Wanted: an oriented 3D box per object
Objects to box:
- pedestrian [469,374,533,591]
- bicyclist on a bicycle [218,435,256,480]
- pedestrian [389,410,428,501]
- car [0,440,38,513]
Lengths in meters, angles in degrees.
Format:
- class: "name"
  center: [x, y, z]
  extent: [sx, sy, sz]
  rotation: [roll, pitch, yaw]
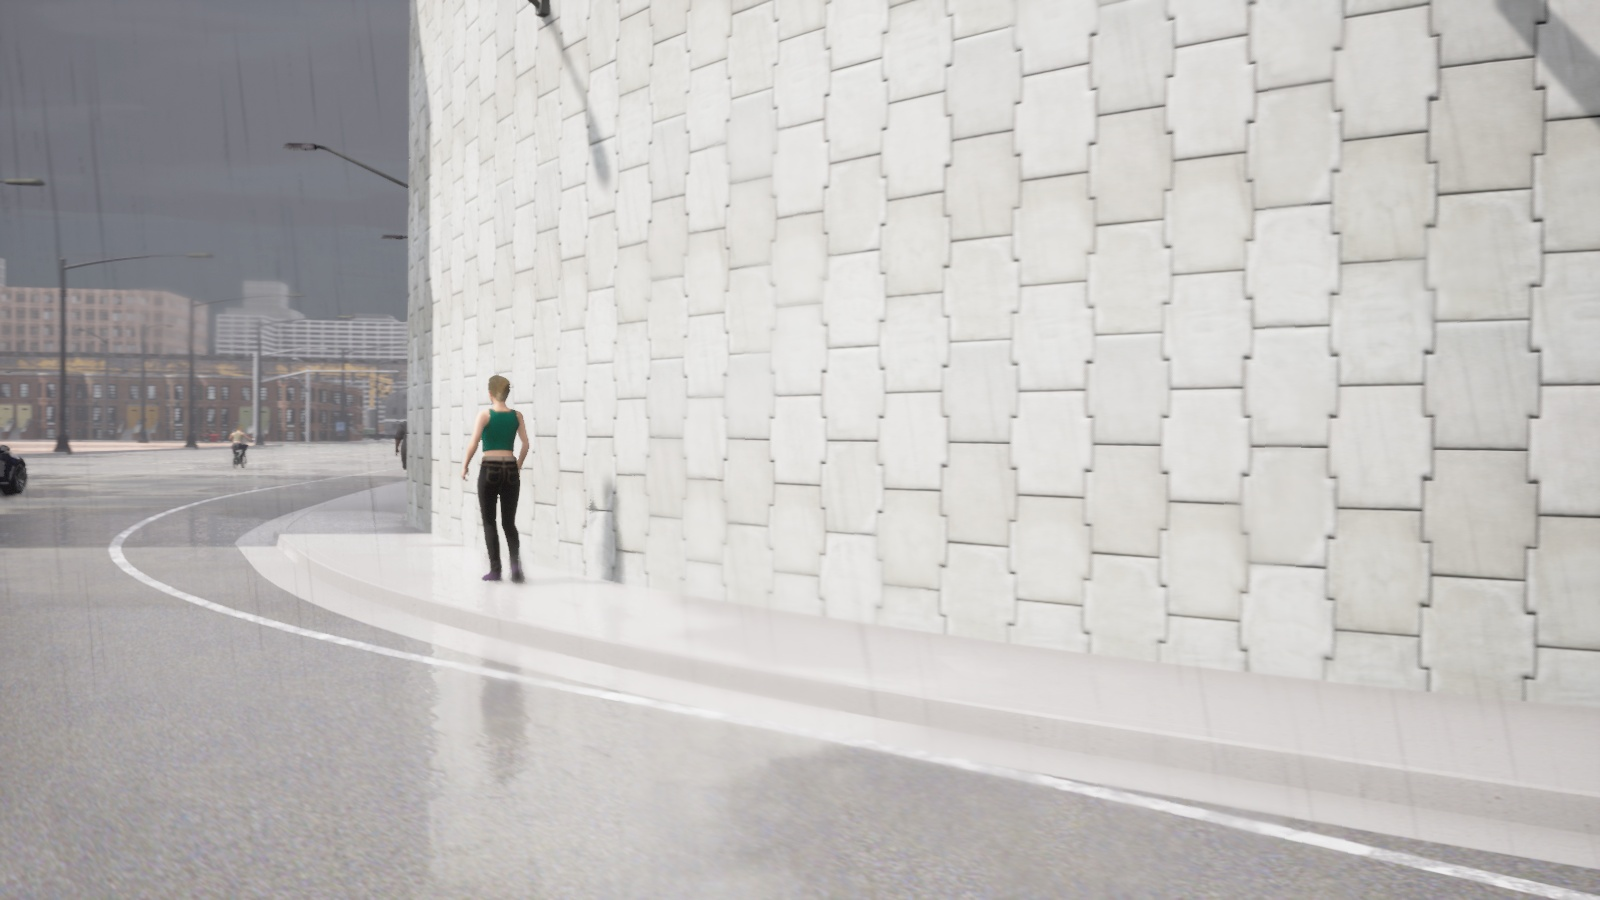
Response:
- class: "pedestrian"
  center: [-2.611, 0.270, 10.958]
  extent: [0.345, 1.836, 0.594]
  rotation: [-1, 1, -32]
- class: "bicyclist on a bicycle"
  center: [-20.564, 0.258, 45.874]
  extent: [0.866, 1.612, 1.509]
  rotation: [-1, 1, -8]
- class: "pedestrian"
  center: [-8.486, 0.112, 27.259]
  extent: [0.659, 1.952, 0.873]
  rotation: [-1, 1, -9]
- class: "car"
  center: [-17.324, 0.557, 25.172]
  extent: [2.163, 1.488, 4.792]
  rotation: [-1, 1, -14]
